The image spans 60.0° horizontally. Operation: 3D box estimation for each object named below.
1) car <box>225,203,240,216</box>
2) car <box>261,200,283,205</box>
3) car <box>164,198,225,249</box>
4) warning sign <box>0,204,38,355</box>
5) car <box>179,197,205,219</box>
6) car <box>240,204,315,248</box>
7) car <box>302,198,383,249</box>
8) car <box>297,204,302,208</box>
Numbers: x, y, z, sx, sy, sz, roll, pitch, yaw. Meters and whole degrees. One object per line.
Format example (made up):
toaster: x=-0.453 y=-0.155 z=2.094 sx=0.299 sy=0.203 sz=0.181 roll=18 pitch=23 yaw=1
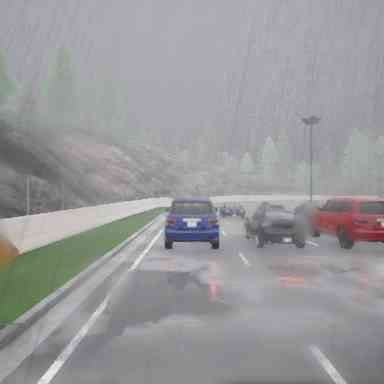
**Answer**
car: x=3.500 y=1.616 z=29.680 sx=1.895 sy=1.301 sz=4.718 roll=0 pitch=0 yaw=0
car: x=7.000 y=1.516 z=29.650 sx=1.837 sy=1.490 sz=4.892 roll=0 pitch=0 yaw=0
car: x=0.000 y=1.257 z=14.680 sx=2.150 sy=2.045 sz=5.566 roll=0 pitch=0 yaw=0
warning sign: x=-3.050 y=1.114 z=4.655 sx=1.300 sy=1.860 sz=1.060 roll=0 pitch=0 yaw=0
car: x=0.000 y=1.366 z=29.620 sx=2.097 sy=1.767 sz=4.553 roll=0 pitch=0 yaw=0
car: x=3.500 y=1.516 z=14.650 sx=1.837 sy=1.490 sz=4.892 roll=0 pitch=0 yaw=0
car: x=7.000 y=1.257 z=14.680 sx=2.150 sy=2.045 sz=5.566 roll=0 pitch=0 yaw=0
car: x=10.500 y=1.572 z=29.650 sx=1.994 sy=1.385 sz=4.181 roll=0 pitch=0 yaw=0
